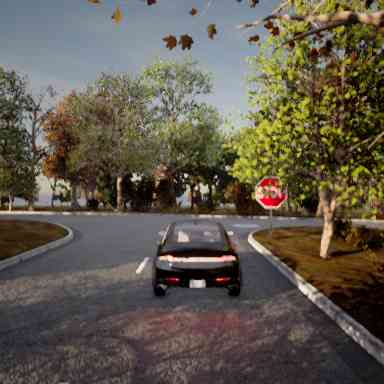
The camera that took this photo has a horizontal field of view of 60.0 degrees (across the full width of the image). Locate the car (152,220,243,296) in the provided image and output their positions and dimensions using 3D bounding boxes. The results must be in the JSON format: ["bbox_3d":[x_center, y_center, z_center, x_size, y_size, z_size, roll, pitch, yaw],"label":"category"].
[{"bbox_3d":[0.105,1.456,8.531,2.128,1.511,4.902,0,0,0],"label":"car"}]
